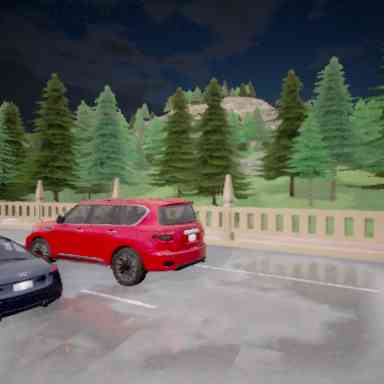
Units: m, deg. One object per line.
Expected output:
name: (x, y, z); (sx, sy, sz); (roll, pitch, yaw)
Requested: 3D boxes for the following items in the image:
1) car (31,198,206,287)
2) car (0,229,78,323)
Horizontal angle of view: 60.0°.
car: (-2.280, 1.195, 9.408); (5.566, 2.045, 2.150); (0, 0, 31)
car: (-4.560, 1.552, 6.642); (4.181, 1.385, 1.994); (0, 0, 31)
